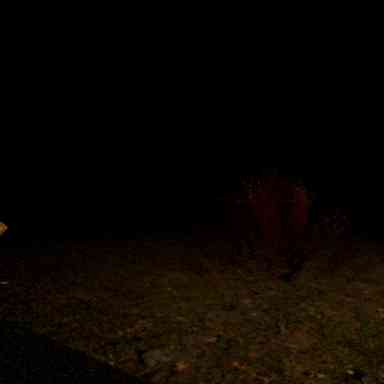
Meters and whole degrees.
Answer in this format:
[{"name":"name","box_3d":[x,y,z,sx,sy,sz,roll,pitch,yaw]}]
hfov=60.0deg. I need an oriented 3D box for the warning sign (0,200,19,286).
[{"name":"warning sign","box_3d":[-4.738,1.115,7.306,1.060,1.860,1.300,0,0,36]}]
